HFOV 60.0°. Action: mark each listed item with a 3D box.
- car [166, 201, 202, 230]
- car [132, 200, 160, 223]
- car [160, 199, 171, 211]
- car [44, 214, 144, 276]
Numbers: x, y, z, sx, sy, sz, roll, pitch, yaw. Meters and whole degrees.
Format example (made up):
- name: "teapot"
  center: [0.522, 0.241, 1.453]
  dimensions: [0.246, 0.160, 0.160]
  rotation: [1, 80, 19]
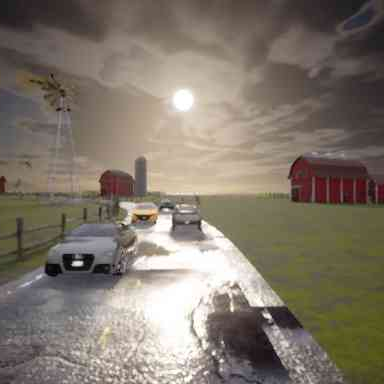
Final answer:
- name: "car"
  center: [-0.451, 1.590, 21.981]
  dimensions: [2.128, 1.511, 4.902]
  rotation: [0, 0, -4]
- name: "car"
  center: [-3.700, 1.590, 26.551]
  dimensions: [1.882, 1.535, 5.008]
  rotation: [0, 0, -5]
- name: "car"
  center: [-3.506, 1.677, 42.544]
  dimensions: [1.837, 1.490, 4.892]
  rotation: [0, 0, -12]
- name: "car"
  center: [-2.875, 1.613, 10.342]
  dimensions: [1.994, 1.385, 4.181]
  rotation: [0, 0, 0]
